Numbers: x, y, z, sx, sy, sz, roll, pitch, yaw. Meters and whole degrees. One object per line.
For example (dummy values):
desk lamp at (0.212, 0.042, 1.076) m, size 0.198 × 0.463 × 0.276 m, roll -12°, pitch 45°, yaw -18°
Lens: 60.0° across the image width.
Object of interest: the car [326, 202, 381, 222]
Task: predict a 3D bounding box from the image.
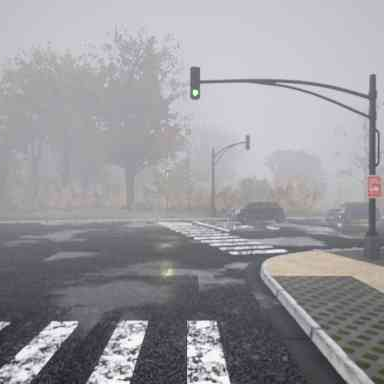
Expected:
car at (13.956, 1.610, 28.831) m, size 4.553 × 1.767 × 2.097 m, roll 1°, pitch 0°, yaw -18°

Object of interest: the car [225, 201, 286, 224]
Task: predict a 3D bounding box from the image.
car at (4.874, 1.467, 25.772) m, size 4.553 × 1.767 × 2.097 m, roll 1°, pitch 0°, yaw -19°
